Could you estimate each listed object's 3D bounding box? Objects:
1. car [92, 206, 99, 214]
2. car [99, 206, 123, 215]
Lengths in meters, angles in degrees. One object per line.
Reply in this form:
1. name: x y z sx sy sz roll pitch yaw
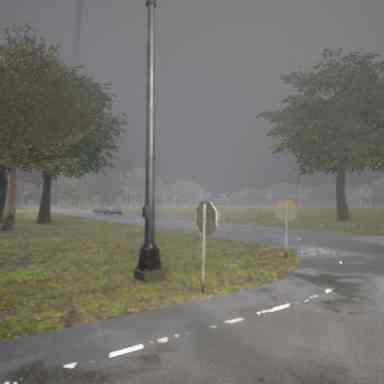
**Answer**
1. car: -16.787 3.272 61.028 1.994 1.385 4.181 2 -2 -33
2. car: -13.349 3.154 55.884 2.033 1.411 5.357 2 -2 -34
